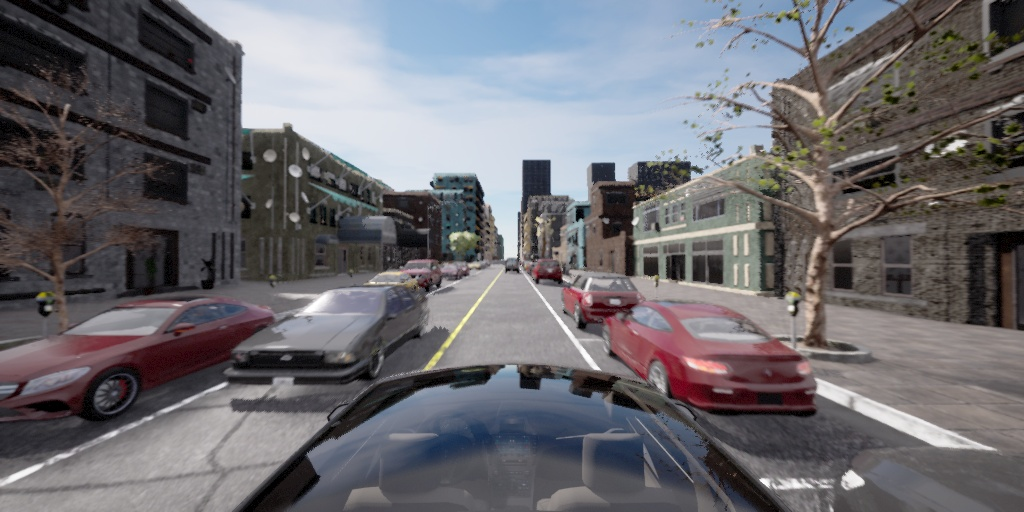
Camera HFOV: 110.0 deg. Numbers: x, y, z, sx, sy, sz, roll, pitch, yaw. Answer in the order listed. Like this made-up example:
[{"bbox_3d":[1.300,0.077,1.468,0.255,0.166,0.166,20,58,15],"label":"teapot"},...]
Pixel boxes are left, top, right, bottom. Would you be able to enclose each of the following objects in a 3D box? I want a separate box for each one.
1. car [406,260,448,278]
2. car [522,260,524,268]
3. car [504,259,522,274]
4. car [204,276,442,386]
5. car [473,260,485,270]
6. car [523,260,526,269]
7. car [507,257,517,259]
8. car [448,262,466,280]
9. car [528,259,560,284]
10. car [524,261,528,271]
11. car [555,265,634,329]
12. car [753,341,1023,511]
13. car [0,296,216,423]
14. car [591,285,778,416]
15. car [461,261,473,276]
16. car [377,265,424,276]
[{"bbox_3d":[-5.689,1.152,22.417,2.192,1.841,5.009,0,0,0],"label":"car"},{"bbox_3d":[2.752,1.509,55.477,1.751,1.417,4.829,0,0,0],"label":"car"},{"bbox_3d":[0.000,1.446,45.889,1.837,1.490,4.892,0,0,0],"label":"car"},{"bbox_3d":[-3.091,1.322,7.508,2.033,1.411,5.357,0,0,0],"label":"car"},{"bbox_3d":[-5.759,1.518,57.090,1.751,1.417,4.829,0,0,0],"label":"car"},{"bbox_3d":[2.699,1.479,44.241,1.888,1.381,4.507,0,0,0],"label":"car"},{"bbox_3d":[0.000,1.210,56.339,2.150,2.045,5.566,0,0,0],"label":"car"},{"bbox_3d":[-5.689,1.468,33.483,1.802,1.307,4.207,0,0,0],"label":"car"},{"bbox_3d":[2.692,1.176,27.948,2.192,1.841,5.009,0,0,0],"label":"car"},{"bbox_3d":[2.691,1.476,39.014,1.948,1.339,4.313,0,0,0],"label":"car"},{"bbox_3d":[2.692,1.230,11.350,1.967,1.591,4.097,0,0,0],"label":"car"},{"bbox_3d":[2.692,1.295,0.283,2.007,1.370,4.403,0,0,0],"label":"car"},{"bbox_3d":[-5.689,1.349,5.818,1.802,1.307,4.207,0,0,0],"label":"car"},{"bbox_3d":[2.691,1.349,5.817,1.802,1.307,4.207,0,0,0],"label":"car"},{"bbox_3d":[-5.689,1.350,39.016,1.967,1.591,4.097,0,0,0],"label":"car"},{"bbox_3d":[-5.689,1.339,16.713,1.751,1.417,4.829,0,0,0],"label":"car"}]
